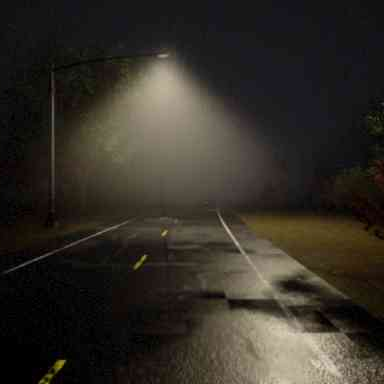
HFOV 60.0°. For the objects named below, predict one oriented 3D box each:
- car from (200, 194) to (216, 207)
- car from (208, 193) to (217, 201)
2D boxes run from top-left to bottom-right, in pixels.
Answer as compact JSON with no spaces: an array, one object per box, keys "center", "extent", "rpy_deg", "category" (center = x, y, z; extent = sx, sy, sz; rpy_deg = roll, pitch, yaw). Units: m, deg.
[{"center":[2.179,1.452,49.705],"extent":[1.994,1.385,4.181],"rpy_deg":[0,0,5],"category":"car"},{"center":[3.958,1.394,68.223],"extent":[1.994,1.385,4.181],"rpy_deg":[0,0,6],"category":"car"}]
